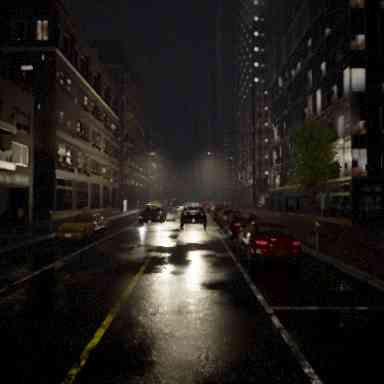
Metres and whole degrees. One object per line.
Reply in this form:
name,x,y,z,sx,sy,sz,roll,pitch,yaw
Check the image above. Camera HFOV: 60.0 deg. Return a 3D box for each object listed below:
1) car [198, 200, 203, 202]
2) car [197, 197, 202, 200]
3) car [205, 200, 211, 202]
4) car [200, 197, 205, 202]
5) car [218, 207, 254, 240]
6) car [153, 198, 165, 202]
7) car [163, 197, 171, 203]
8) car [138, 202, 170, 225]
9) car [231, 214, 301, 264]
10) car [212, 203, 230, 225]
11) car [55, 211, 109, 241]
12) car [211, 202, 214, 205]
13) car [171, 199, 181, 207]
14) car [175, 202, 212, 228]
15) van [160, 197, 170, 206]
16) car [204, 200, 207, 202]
car,0.100,2.004,41.679,1.895,1.301,4.718,0,-1,0
car,2.671,2.309,86.123,1.967,1.590,4.097,1,-1,0
car,2.671,1.887,34.842,2.008,1.369,4.403,1,-1,0
car,2.670,2.111,57.632,1.887,1.381,4.507,1,-1,0
car,2.672,1.716,17.749,1.887,1.381,4.507,1,-1,0
car,-5.676,2.032,51.886,1.752,1.417,4.829,1,-1,0
car,-5.675,2.067,63.451,1.967,1.590,4.097,1,-1,0
car,-3.099,1.807,27.036,2.033,1.411,5.357,0,-1,0
car,2.671,1.698,12.050,1.802,1.307,4.206,1,-1,0
car,2.672,1.752,23.618,1.752,1.417,4.829,1,-1,0
car,-5.675,1.695,17.703,1.752,1.417,4.829,1,-1,0
car,2.671,1.825,29.145,1.887,1.381,4.507,1,-1,0
car,-3.004,2.204,66.966,2.033,1.411,5.357,0,-1,0
car,0.100,1.727,24.405,2.128,1.511,4.902,0,0,0
van,-5.673,2.027,69.150,1.690,1.788,3.998,1,-1,0
car,2.671,1.937,40.540,1.887,1.381,4.507,1,-1,0
